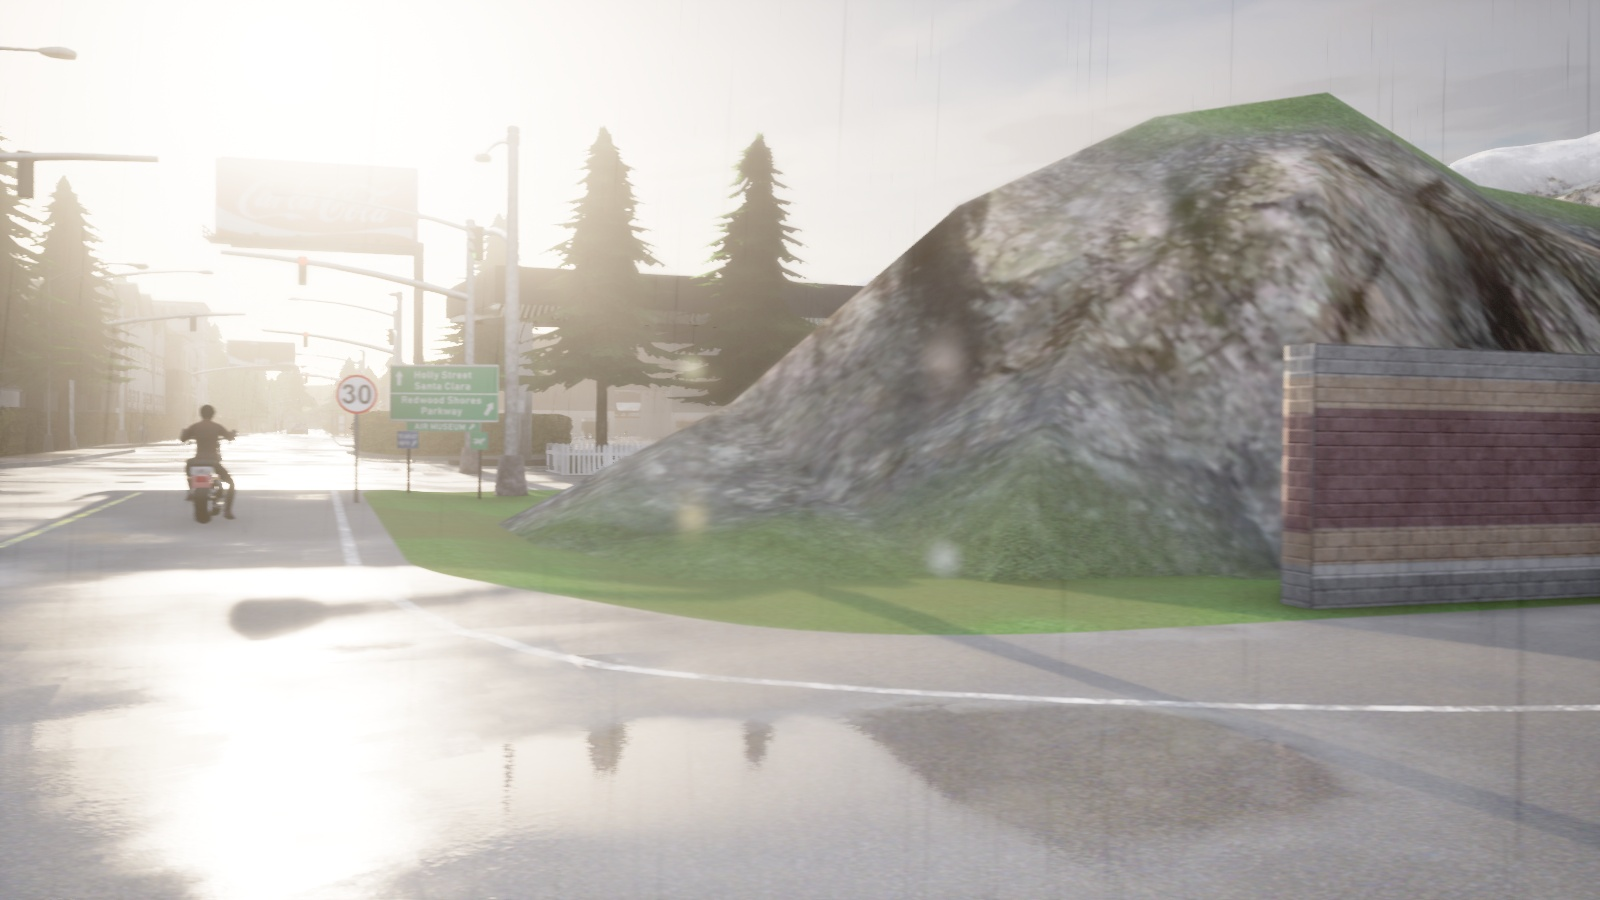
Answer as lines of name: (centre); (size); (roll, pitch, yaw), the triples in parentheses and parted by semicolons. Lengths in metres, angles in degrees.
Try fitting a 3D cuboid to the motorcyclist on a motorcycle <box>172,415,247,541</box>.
motorcyclist on a motorcycle: (-8.261, 0.355, 17.643); (0.766, 1.649, 2.350); (-1, 1, -21)
